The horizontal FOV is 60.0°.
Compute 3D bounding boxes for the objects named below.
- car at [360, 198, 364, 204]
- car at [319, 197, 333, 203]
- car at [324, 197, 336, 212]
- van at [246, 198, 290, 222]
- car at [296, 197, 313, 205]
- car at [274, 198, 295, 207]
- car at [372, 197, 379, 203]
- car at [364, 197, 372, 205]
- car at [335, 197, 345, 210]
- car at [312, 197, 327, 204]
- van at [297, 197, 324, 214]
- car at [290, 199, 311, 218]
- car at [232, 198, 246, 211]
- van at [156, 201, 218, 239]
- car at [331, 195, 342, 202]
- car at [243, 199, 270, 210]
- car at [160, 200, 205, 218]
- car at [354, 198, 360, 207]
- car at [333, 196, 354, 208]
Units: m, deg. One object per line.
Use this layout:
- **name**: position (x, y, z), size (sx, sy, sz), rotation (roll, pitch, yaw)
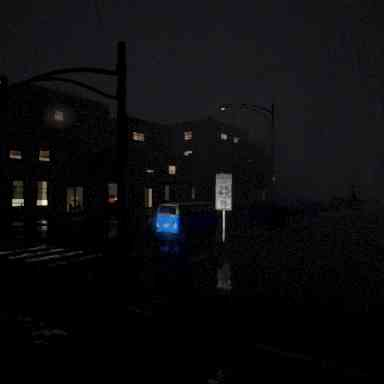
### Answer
- **car**: position (28.414, 1.748, 58.534), size (1.752, 1.417, 4.829), rotation (0, 0, 35)
- **car**: position (30.953, 1.792, 76.787), size (1.947, 1.339, 4.313), rotation (0, 0, 35)
- **car**: position (15.755, 1.671, 40.435), size (1.752, 1.417, 4.829), rotation (0, 0, 35)
- **van**: position (6.163, 1.436, 26.722), size (1.690, 1.788, 3.998), rotation (0, 0, 35)
- **car**: position (21.459, 1.705, 63.212), size (1.887, 1.381, 4.507), rotation (0, 0, 35)
- **car**: position (15.130, 1.665, 54.163), size (1.887, 1.381, 4.507), rotation (0, 0, 35)
- **car**: position (44.141, 1.899, 81.018), size (1.947, 1.339, 4.313), rotation (0, 0, 35)
- **car**: position (34.646, 1.809, 67.444), size (1.887, 1.381, 4.507), rotation (0, 0, 35)
- **car**: position (18.821, 1.729, 44.820), size (1.947, 1.339, 4.313), rotation (0, 0, 35)
- **car**: position (27.691, 1.728, 72.122), size (1.752, 1.417, 4.829), rotation (0, 0, 35)
- **van**: position (12.493, 1.469, 35.771), size (1.690, 1.788, 3.998), rotation (0, 0, 35)
- **car**: position (9.327, 1.655, 31.245), size (1.887, 1.381, 4.507), rotation (0, 0, 35)
- **car**: position (5.636, 1.506, 40.590), size (1.967, 1.590, 4.097), rotation (0, 0, 35)
- **van**: position (-0.167, 1.406, 17.672), size (1.690, 1.788, 3.998), rotation (0, 0, 35)
- **car**: position (37.284, 1.712, 85.836), size (1.967, 1.590, 4.097), rotation (0, 0, 35)
- **car**: position (8.800, 1.628, 45.114), size (1.887, 1.381, 4.507), rotation (0, 0, 35)
- **car**: position (-0.792, 1.558, 31.400), size (1.752, 1.417, 4.829), rotation (0, 0, 35)
- **car**: position (25.153, 1.516, 53.871), size (2.192, 1.841, 5.009), rotation (0, 0, 35)
- **car**: position (21.988, 1.497, 49.346), size (2.192, 1.841, 5.009), rotation (0, 0, 35)
